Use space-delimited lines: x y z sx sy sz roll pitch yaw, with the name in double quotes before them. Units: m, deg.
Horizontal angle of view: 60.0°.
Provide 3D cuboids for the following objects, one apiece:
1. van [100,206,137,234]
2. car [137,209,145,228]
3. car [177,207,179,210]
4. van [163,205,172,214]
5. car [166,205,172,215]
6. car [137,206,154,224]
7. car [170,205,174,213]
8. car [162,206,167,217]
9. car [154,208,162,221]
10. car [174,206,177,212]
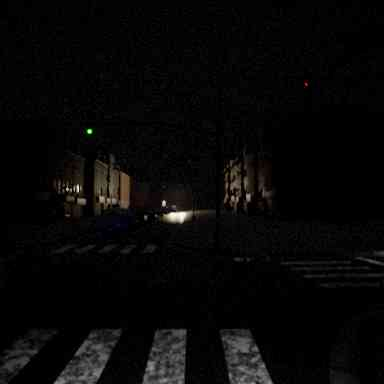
"van" -5.391 2.048 24.107 1.690 1.788 3.998 2 -2 0
"car" -5.405 2.373 27.418 2.008 1.369 4.403 2 -2 0
"car" -5.560 4.576 90.559 2.192 1.841 5.009 1 -2 0
"van" -5.520 3.942 74.701 1.690 1.788 3.998 1 -2 0
"car" -5.498 3.723 64.121 1.887 1.381 4.507 1 -2 0
"car" -5.411 2.312 32.409 2.192 1.841 5.009 2 -2 0
"car" -5.508 3.828 69.411 1.967 1.590 4.097 1 -2 0
"car" -5.472 3.351 53.547 1.802 1.307 4.206 2 -2 0
"car" -5.444 2.920 42.974 1.887 1.381 4.507 2 -2 0
"car" -5.551 4.589 85.265 2.008 1.369 4.403 1 -2 0
